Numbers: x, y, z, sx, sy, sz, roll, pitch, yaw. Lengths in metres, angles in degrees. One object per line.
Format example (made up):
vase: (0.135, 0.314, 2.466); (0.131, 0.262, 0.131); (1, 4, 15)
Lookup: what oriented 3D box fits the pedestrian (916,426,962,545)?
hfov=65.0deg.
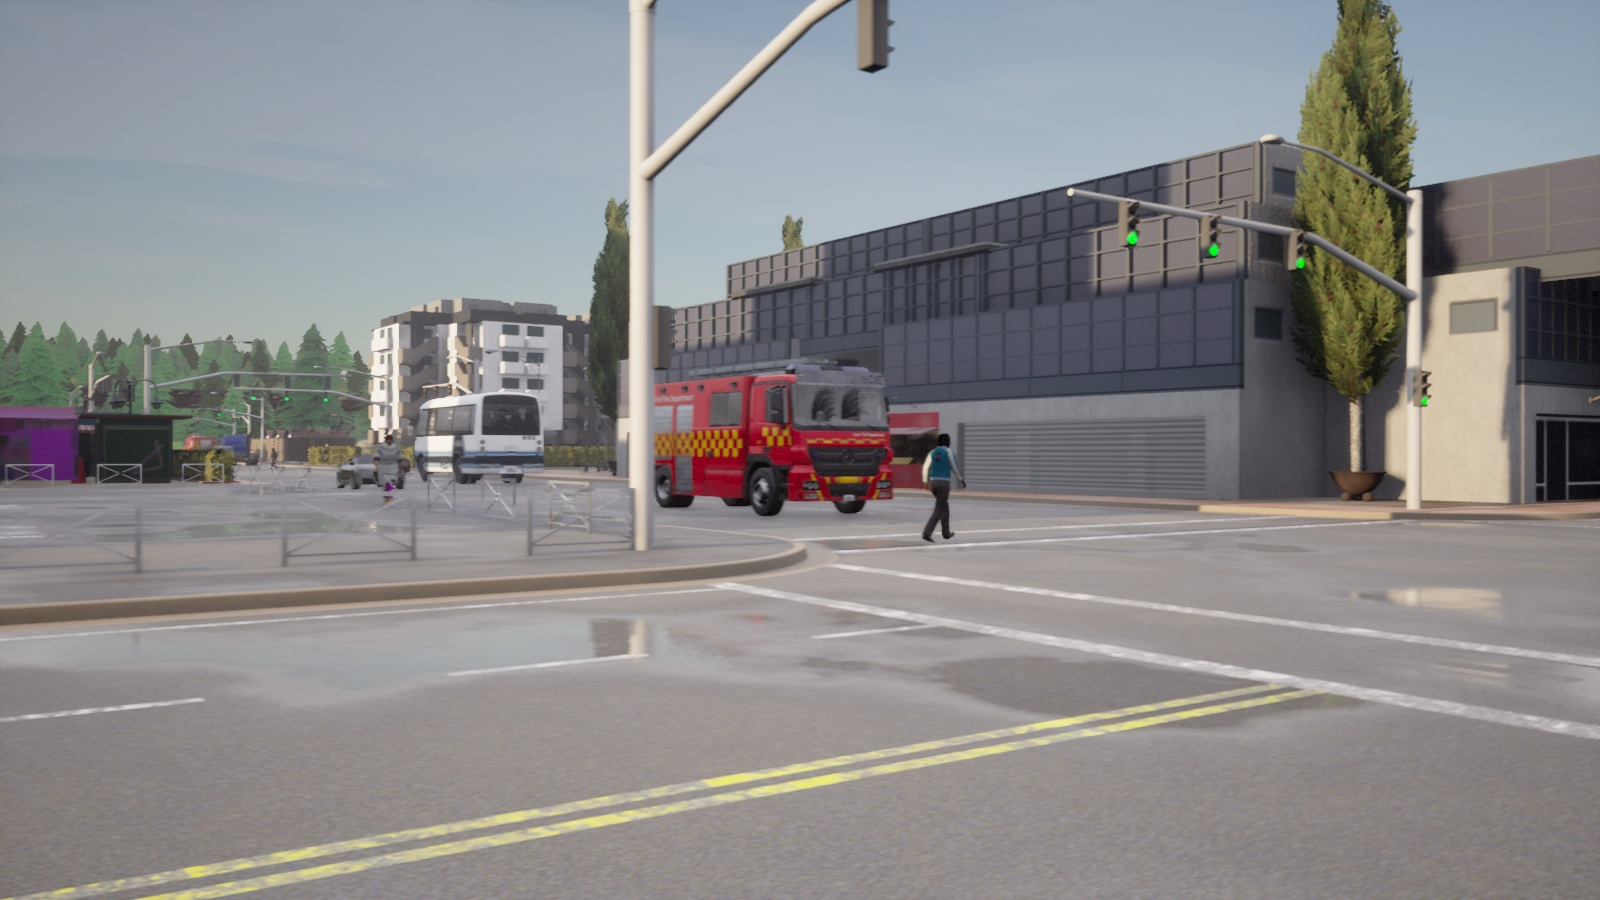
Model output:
pedestrian: (2.293, 0.580, 20.697); (0.692, 1.930, 0.396); (0, 0, -41)

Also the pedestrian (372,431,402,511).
pedestrian: (-10.251, 0.501, 31.160); (0.659, 1.952, 0.873); (0, 0, -22)

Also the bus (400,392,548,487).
bus: (-16.213, -0.446, 61.677); (3.944, 4.253, 10.273); (0, 0, -33)

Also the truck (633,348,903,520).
truck: (-1.116, -0.338, 32.205); (2.891, 3.827, 8.468); (0, 0, -33)

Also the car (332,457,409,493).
car: (-17.359, 0.970, 50.636); (1.994, 1.385, 4.181); (0, 0, -33)
